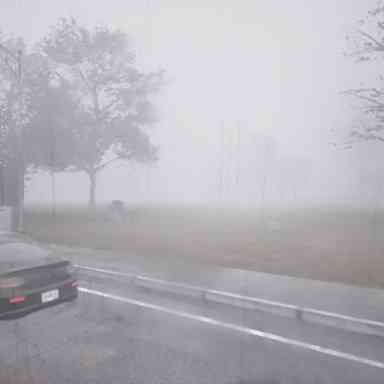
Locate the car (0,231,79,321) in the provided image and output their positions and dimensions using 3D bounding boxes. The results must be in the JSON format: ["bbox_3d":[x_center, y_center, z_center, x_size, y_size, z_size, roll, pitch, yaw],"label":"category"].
[{"bbox_3d":[-4.242,1.515,6.638,4.674,1.442,1.812,0,0,33],"label":"car"}]
